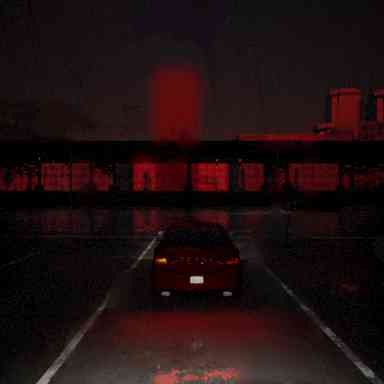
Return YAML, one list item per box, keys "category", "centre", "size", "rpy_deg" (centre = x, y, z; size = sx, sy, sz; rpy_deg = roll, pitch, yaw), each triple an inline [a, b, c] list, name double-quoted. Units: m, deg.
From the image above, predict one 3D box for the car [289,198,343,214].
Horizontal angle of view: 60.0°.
- category: "car"
  centre: [13.213, 1.440, 34.863]
  size: [4.902, 1.511, 2.128]
  rpy_deg: [0, 0, -4]

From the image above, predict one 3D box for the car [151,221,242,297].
- category: "car"
  centre: [0.095, 1.478, 8.637]
  size: [1.882, 1.535, 5.008]
  rpy_deg: [0, 0, 0]

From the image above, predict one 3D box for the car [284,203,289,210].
- category: "car"
  centre: [13.083, 1.477, 38.686]
  size: [4.674, 1.442, 1.812]
  rpy_deg: [0, 0, 2]
